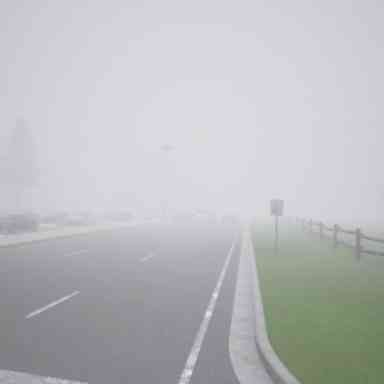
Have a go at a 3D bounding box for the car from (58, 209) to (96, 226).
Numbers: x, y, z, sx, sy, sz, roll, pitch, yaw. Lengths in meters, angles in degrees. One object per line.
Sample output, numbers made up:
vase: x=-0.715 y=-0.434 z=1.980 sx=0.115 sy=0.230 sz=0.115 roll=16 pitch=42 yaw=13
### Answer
car: x=-12.023 y=2.865 z=35.871 sx=1.812 sy=1.442 sz=4.674 roll=1 pitch=-3 yaw=9

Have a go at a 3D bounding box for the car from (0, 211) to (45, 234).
car: x=-13.708 y=2.405 z=25.596 sx=1.994 sy=1.385 sz=4.181 roll=1 pitch=-3 yaw=9

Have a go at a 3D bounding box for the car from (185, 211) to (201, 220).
car: x=0.197 y=4.134 z=58.944 sx=1.882 sy=1.535 sz=5.008 roll=1 pitch=-3 yaw=11

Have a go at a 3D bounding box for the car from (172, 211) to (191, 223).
car: x=-1.584 y=3.656 z=48.880 sx=2.128 sy=1.511 sz=4.902 roll=1 pitch=-3 yaw=10

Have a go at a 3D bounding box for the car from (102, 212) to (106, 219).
car: x=-12.627 y=3.583 z=52.979 sx=2.128 sy=1.511 sz=4.902 roll=1 pitch=-3 yaw=11

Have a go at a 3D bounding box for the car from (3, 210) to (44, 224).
car: x=-18.868 y=2.812 z=37.403 sx=1.994 sy=1.385 sz=4.181 roll=1 pitch=-3 yaw=9

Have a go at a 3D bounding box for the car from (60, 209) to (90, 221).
car: x=-16.984 y=3.268 z=48.536 sx=1.882 sy=1.535 sz=5.008 roll=1 pitch=-2 yaw=10

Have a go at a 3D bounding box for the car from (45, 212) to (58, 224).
car: x=-15.228 y=2.921 z=37.935 sx=1.994 sy=1.385 sz=4.181 roll=1 pitch=-3 yaw=9

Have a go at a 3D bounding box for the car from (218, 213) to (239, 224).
car: x=5.339 y=3.843 z=47.832 sx=1.994 sy=1.385 sz=4.181 roll=1 pitch=-3 yaw=11

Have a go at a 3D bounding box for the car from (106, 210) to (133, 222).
car: x=-10.003 y=3.414 z=47.825 sx=2.128 sy=1.511 sz=4.902 roll=1 pitch=-3 yaw=10

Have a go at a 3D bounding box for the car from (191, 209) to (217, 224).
car: x=1.819 y=3.425 z=47.990 sx=2.150 sy=2.045 sz=5.566 roll=1 pitch=-3 yaw=12

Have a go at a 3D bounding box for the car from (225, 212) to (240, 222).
car: x=7.071 y=4.305 z=57.630 sx=2.033 sy=1.411 sz=5.357 roll=1 pitch=-3 yaw=11
